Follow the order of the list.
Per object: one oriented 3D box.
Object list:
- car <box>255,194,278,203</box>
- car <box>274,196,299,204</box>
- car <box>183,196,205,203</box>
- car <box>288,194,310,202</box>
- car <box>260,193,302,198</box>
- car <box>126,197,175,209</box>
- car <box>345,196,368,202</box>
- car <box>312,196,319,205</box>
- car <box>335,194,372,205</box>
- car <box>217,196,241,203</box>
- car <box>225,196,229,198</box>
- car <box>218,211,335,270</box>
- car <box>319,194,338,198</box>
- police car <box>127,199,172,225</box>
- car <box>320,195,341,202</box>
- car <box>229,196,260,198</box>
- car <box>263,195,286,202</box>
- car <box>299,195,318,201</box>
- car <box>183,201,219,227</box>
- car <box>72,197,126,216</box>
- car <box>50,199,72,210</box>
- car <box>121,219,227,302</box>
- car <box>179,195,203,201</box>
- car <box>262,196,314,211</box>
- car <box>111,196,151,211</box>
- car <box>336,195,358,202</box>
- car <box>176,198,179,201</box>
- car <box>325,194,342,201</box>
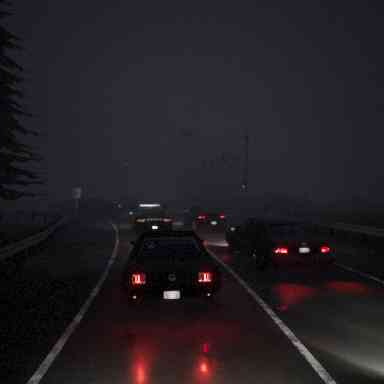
[{"bbox_3d":[16.221,1.355,72.422,4.553,1.767,2.097,0,0,-21],"label":"car"},{"bbox_3d":[18.669,1.525,65.886,4.674,1.442,1.812,0,0,-20],"label":"car"},{"bbox_3d":[0.331,1.552,70.190,4.181,1.385,1.994,0,0,-21],"label":"car"},{"bbox_3d":[24.278,1.355,75.501,4.553,1.767,2.097,0,0,-21],"label":"car"},{"bbox_3d":[14.116,1.223,52.830,5.566,2.045,2.150,0,0,-21],"label":"car"},{"bbox_3d":[-4.886,1.495,38.211,4.902,1.511,2.128,0,0,-21],"label":"car"},{"bbox_3d":[36.425,1.540,73.694,5.357,1.411,2.033,0,0,-31],"label":"car"},{"bbox_3d":[16.129,1.601,49.848,4.718,1.301,1.895,0,0,-21],"label":"car"},{"bbox_3d":[24.210,1.477,49.144,5.008,1.535,1.882,0,0,-21],"label":"car"},{"bbox_3d":[7.797,1.524,69.257,4.674,1.442,1.812,0,0,-21],"label":"car"},{"bbox_3d":[8.974,1.525,66.013,4.674,1.442,1.812,0,0,-20],"label":"car"},{"bbox_3d":[2.542,1.547,11.065,2.033,1.411,5.357,0,0,-8],"label":"car"},{"bbox_3d":[27.118,1.478,69.089,5.008,1.535,1.882,0,0,-21],"label":"car"},{"bbox_3d":[-2.267,1.425,17.776,1.930,1.638,5.238,0,0,-13],"label":"police car"},{"bbox_3d":[33.397,1.525,80.048,4.902,1.511,2.128,0,0,-31],"label":"car"},{"bbox_3d":[10.142,1.505,62.743,4.892,1.490,1.837,0,0,-20],"label":"car"},{"bbox_3d":[19.140,1.500,77.259,4.892,1.490,1.837,0,0,-21],"label":"car"},{"bbox_3d":[28.406,1.552,81.251,4.181,1.385,1.994,0,0,-27],"label":"car"},{"bbox_3d":[0.678,1.526,20.467,1.812,1.442,4.674,0,0,-13],"label":"car"},{"bbox_3d":[-9.200,1.358,32.850,4.553,1.767,2.097,0,0,-21],"label":"car"},{"bbox_3d":[-14.953,1.552,41.906,5.357,1.411,2.033,0,0,-21],"label":"car"},{"bbox_3d":[-0.601,1.601,8.312,1.895,1.301,4.718,0,0,-6],"label":"car"},{"bbox_3d":[0.497,1.564,59.139,4.181,1.385,1.994,0,0,-21],"label":"car"},{"bbox_3d":[11.745,1.547,40.721,5.357,1.411,2.033,0,0,-21],"label":"car"},{"bbox_3d":[-7.510,1.356,40.964,4.553,1.767,2.097,0,0,-21],"label":"car"},{"bbox_3d":[36.141,1.540,77.654,5.357,1.411,2.033,0,0,-31],"label":"car"},{"bbox_3d":[-0.060,1.352,62.669,4.553,1.767,2.097,0,0,-22],"label":"car"},{"bbox_3d":[37.004,1.325,86.797,4.553,1.767,2.097,0,0,-35],"label":"car"}]
